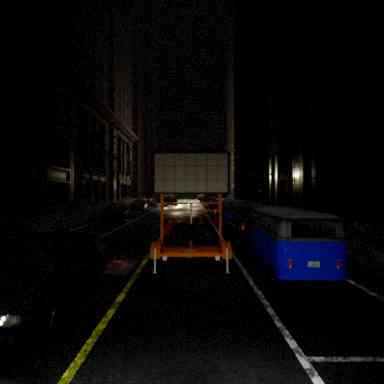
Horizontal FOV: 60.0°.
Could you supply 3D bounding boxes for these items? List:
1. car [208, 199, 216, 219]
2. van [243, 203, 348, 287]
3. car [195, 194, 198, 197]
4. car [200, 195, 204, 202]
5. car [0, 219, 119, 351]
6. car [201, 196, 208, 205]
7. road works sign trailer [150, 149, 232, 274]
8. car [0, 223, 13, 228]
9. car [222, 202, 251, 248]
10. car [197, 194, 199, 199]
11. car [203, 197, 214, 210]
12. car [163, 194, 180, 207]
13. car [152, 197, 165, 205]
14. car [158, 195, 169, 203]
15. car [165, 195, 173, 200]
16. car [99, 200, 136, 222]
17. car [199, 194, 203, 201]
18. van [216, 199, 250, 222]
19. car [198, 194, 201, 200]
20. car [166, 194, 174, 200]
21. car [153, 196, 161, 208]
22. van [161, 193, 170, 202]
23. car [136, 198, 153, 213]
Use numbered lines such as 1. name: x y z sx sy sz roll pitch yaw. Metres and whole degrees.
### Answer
1. car: 2.612 1.541 25.963 2.008 1.369 4.403 1 0 0
2. van: 2.655 1.340 9.088 1.690 1.788 3.998 1 0 0
3. car: 2.476 1.454 82.210 1.887 1.381 4.507 1 0 0
4. car: 2.558 1.513 48.460 1.887 1.381 4.507 1 0 0
5. car: -3.116 1.547 6.778 2.033 1.411 5.357 0 0 0
6. car: 2.572 1.519 42.837 1.887 1.381 4.507 1 0 0
7. road works sign trailer: -0.026 0.462 10.541 2.380 3.560 2.880 0 0 0
8. car: -5.873 1.543 9.064 1.887 1.381 4.507 1 0 0
9. car: 2.641 1.437 14.713 1.967 1.590 4.097 1 0 0
10. car: 2.517 1.508 65.336 1.947 1.339 4.313 1 0 0
11. car: 2.585 1.531 37.212 2.008 1.369 4.403 1 0 0
12. car: -3.213 1.444 49.451 1.882 1.535 5.008 0 0 0
13. car: -5.995 1.533 59.684 1.802 1.307 4.206 1 0 0
14. car: -6.021 1.372 70.933 1.967 1.590 4.097 1 0 0
15. car: -6.063 1.464 87.806 1.947 1.339 4.313 1 0 0
16. car: -5.913 1.534 25.937 1.887 1.381 4.507 1 0 0
17. car: 2.545 1.505 54.086 1.887 1.381 4.507 1 0 0
18. van: 2.628 1.335 20.338 1.690 1.788 3.998 1 0 0
19. car: 2.531 1.496 59.710 1.887 1.381 4.507 1 0 0
20. car: -6.075 1.327 93.430 1.967 1.590 4.097 1 0 0
21. car: -5.967 1.493 48.265 1.752 1.417 4.829 1 0 0
22. van: -6.033 1.262 76.557 1.690 1.788 3.998 1 0 0
23. car: -5.940 1.531 37.186 2.008 1.369 4.403 1 0 0
